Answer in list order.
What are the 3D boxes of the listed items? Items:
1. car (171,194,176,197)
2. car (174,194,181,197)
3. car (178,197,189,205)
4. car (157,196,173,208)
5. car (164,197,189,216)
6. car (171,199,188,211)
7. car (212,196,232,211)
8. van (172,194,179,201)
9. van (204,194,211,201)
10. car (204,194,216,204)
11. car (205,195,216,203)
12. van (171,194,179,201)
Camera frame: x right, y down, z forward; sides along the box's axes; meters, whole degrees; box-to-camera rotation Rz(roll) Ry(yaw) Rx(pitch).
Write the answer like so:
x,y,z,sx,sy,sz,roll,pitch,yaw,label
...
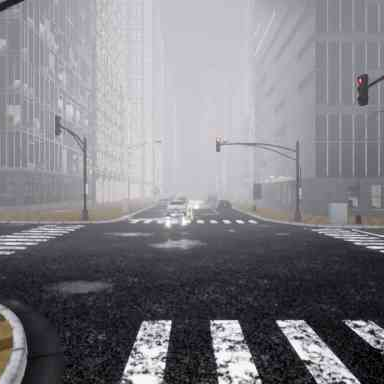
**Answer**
x,y,z,sx,sy,sz,roll,pitch,yaw,label
-4.085,1.564,63.888,1.947,1.339,4.313,0,0,0,car
-1.562,1.513,52.373,1.837,1.490,4.892,0,0,0,car
-1.564,1.600,62.082,1.895,1.301,4.718,0,0,0,car
-4.018,1.593,47.305,1.802,1.307,4.206,0,0,0,car
-1.491,1.543,33.024,1.812,1.442,4.674,0,0,0,car
-1.527,1.614,42.265,1.895,1.301,4.718,0,0,0,car
3.934,1.579,41.811,1.947,1.339,4.313,0,0,0,car
-4.175,1.315,85.998,1.690,1.788,3.998,0,0,0,van
3.727,1.321,80.503,1.690,1.788,3.998,0,0,0,van
3.795,1.313,63.920,2.192,1.841,5.009,0,0,0,car
3.772,1.432,69.448,1.967,1.590,4.097,0,0,0,car
-4.153,1.321,80.471,1.690,1.788,3.998,0,0,0,van
